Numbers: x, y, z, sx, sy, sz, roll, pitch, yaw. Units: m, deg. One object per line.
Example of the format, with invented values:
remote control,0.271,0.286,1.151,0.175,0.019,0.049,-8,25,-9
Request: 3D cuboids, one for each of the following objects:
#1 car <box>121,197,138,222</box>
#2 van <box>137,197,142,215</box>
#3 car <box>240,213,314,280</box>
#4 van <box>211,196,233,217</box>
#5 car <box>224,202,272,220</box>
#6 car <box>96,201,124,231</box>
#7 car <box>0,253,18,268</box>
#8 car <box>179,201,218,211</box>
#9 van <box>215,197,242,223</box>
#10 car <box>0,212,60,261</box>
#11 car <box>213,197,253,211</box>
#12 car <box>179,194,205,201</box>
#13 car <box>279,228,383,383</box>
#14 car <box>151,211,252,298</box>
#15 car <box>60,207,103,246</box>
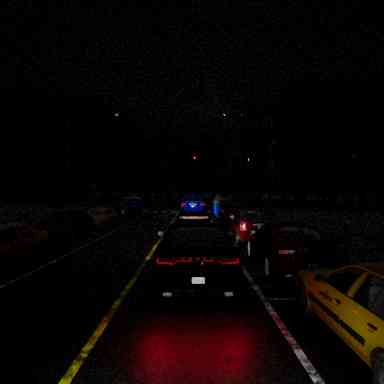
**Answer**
car,-5.763,1.444,26.134,1.967,1.590,4.097,0,0,0
van,-5.763,1.346,31.572,1.690,1.788,3.998,0,0,0
car,2.761,1.545,9.821,1.887,1.381,4.507,0,0,0
van,2.763,1.346,31.571,1.690,1.788,3.998,0,0,0
car,2.761,1.441,15.258,1.967,1.590,4.097,0,0,0
car,-5.763,1.527,20.527,1.752,1.417,4.829,0,0,0
car,-3.102,1.491,1.387,2.128,1.511,4.902,0,0,0
car,0.098,1.493,19.043,2.128,1.511,4.902,0,0,0
van,2.762,1.345,26.134,1.690,1.788,3.998,0,0,0
car,-5.764,1.526,9.652,1.752,1.417,4.829,0,0,0
car,2.761,1.317,20.696,2.192,1.841,5.009,0,0,0
car,0.025,1.226,29.411,2.150,2.045,5.566,0,0,-2
car,2.760,1.525,4.553,1.752,1.417,4.829,0,0,0
car,0.095,1.478,8.600,1.882,1.535,5.008,0,0,0
car,-5.764,1.567,15.259,1.947,1.339,4.313,0,0,0
